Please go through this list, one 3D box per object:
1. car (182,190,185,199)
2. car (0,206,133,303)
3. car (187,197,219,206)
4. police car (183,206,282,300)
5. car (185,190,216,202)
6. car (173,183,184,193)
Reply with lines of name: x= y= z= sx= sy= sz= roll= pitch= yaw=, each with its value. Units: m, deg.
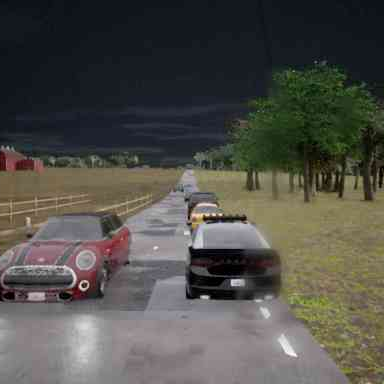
car: x=-0.064 y=0.732 z=45.855 sx=1.895 sy=1.301 sz=4.718 roll=0 pitch=2 yaw=0
car: x=-2.866 y=1.313 z=8.365 sx=2.097 sy=1.767 sz=4.553 roll=0 pitch=1 yaw=0
car: x=0.789 y=1.293 z=18.562 sx=1.801 sy=1.575 sz=5.366 roll=0 pitch=1 yaw=0
police car: x=0.809 y=1.385 z=8.485 sx=1.930 sy=1.638 sz=5.238 roll=0 pitch=0 yaw=0
car: x=0.778 y=0.952 z=24.395 sx=2.150 sy=2.045 sz=5.566 roll=0 pitch=1 yaw=0
car: x=-2.891 y=-0.827 z=72.572 sx=2.150 sy=2.045 sz=5.566 roll=0 pitch=3 yaw=0
